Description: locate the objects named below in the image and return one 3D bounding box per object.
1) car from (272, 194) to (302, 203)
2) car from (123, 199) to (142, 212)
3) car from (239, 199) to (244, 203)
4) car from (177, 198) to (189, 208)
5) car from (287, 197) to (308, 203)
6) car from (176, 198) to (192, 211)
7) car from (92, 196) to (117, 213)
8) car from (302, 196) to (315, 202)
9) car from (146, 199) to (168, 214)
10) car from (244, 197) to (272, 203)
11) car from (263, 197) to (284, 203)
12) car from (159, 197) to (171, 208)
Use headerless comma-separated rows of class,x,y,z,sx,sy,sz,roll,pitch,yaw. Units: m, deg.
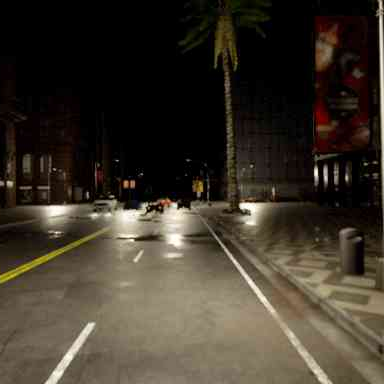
car,19.103,1.391,68.312,5.009,1.841,2.192,-1,-1,-2
car,-7.750,1.719,43.572,1.882,1.535,5.008,-1,-1,-1
car,13.105,1.873,76.579,4.313,1.339,1.947,-1,-1,-2
car,-1.462,1.742,54.235,1.882,1.535,5.008,-1,-1,-2
car,24.373,1.739,77.070,4.206,1.307,1.802,-1,-1,-2
car,-1.100,1.686,44.750,1.837,1.490,4.892,-1,0,-1
car,-10.968,1.489,42.210,2.150,2.045,5.566,-1,-1,-1
car,24.738,1.569,68.554,4.313,1.339,1.947,-1,-1,-2
car,-4.174,1.771,38.534,1.895,1.301,4.718,-1,0,-2
car,13.472,1.735,68.063,4.206,1.307,1.802,-1,-1,-2
car,18.740,1.797,76.824,4.313,1.339,1.947,-1,-1,-2
car,-4.630,1.655,54.808,2.097,1.767,4.553,-1,-1,-2
